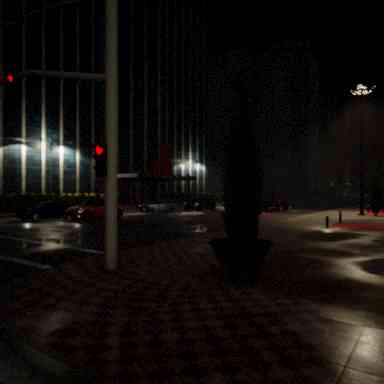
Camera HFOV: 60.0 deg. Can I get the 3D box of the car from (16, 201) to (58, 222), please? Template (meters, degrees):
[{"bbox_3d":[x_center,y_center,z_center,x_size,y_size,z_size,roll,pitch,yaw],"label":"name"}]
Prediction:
[{"bbox_3d":[-11.481,1.453,26.736,1.882,1.535,5.008,0,0,35],"label":"car"}]

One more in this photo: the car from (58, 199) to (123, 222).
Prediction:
[{"bbox_3d":[-7.645,1.330,26.115,2.097,1.767,4.553,0,0,35],"label":"car"}]

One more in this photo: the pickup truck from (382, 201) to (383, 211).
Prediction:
[{"bbox_3d":[21.862,1.058,33.111,6.274,2.098,2.390,0,0,-25],"label":"pickup truck"}]

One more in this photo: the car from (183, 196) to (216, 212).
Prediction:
[{"bbox_3d":[0.913,1.332,38.398,2.097,1.767,4.553,0,0,35],"label":"car"}]

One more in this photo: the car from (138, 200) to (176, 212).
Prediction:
[{"bbox_3d":[-3.902,1.576,37.618,1.895,1.301,4.718,0,0,35],"label":"car"}]

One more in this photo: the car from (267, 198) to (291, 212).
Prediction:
[{"bbox_3d":[10.041,1.490,38.920,1.837,1.490,4.892,0,0,35],"label":"car"}]
